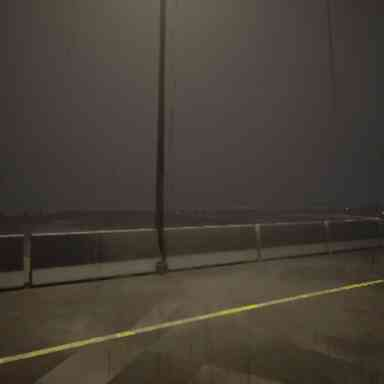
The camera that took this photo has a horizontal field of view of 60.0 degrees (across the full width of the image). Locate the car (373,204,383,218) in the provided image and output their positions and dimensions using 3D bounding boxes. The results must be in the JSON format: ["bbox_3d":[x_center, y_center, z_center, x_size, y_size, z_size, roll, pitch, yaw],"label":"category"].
[{"bbox_3d":[20.931,1.850,33.195,4.892,1.490,1.837,1,0,-20],"label":"car"}]

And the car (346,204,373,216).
[{"bbox_3d":[19.198,1.920,36.308,4.718,1.301,1.895,1,0,-20],"label":"car"}]
